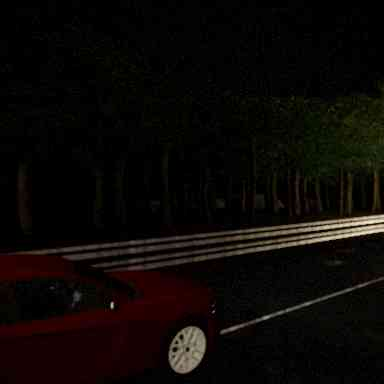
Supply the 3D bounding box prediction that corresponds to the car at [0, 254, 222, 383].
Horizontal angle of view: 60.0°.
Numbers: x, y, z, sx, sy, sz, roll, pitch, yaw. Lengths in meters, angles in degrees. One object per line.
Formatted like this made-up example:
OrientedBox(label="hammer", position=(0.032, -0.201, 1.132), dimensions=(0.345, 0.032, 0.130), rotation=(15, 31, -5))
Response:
OrientedBox(label="car", position=(-1.889, 1.480, 3.813), dimensions=(5.008, 1.535, 1.882), rotation=(0, 0, -36))
